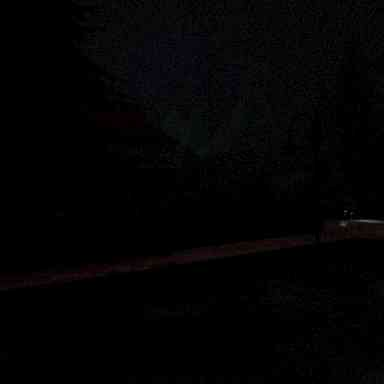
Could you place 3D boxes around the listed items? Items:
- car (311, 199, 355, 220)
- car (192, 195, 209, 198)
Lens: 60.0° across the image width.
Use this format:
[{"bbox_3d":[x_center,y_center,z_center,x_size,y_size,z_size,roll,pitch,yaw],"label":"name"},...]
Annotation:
[{"bbox_3d":[10.358,1.342,26.477,1.837,1.490,4.892,0,0,-36],"label":"car"},{"bbox_3d":[1.375,1.194,38.987,2.097,1.767,4.553,0,0,-36],"label":"car"}]
